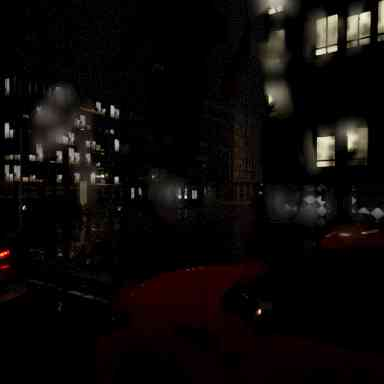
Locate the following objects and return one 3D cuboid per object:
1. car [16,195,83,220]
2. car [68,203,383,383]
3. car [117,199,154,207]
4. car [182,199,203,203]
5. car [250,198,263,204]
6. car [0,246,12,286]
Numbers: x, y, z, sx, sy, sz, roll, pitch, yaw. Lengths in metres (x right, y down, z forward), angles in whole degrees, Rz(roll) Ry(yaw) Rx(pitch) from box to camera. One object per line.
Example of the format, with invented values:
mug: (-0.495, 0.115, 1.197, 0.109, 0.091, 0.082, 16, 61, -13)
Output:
car: (-12.282, 1.279, 29.195, 2.150, 2.045, 5.566, 1, 0, 39)
car: (1.740, 1.222, 2.444, 5.566, 2.045, 2.150, 0, 0, 35)
car: (-6.268, 1.596, 37.327, 2.128, 1.511, 4.902, 1, 0, 37)
car: (-0.120, 1.676, 45.573, 1.812, 1.442, 4.674, 1, 0, 36)
car: (11.587, 1.793, 55.978, 2.033, 1.411, 5.357, 1, 0, 37)
car: (-6.162, 1.522, 8.063, 4.674, 1.442, 1.812, 0, 0, 35)
